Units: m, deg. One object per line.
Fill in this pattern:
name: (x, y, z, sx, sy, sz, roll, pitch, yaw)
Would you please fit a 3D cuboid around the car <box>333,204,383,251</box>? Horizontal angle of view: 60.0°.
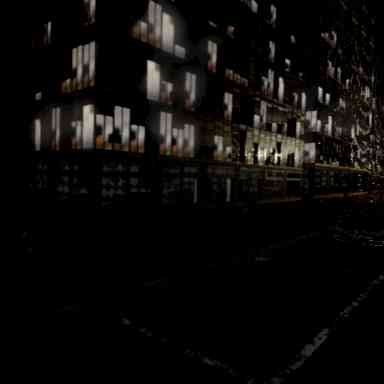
car: (6.540, 1.149, 12.056, 2.008, 1.369, 4.403, 4, 4, 40)
